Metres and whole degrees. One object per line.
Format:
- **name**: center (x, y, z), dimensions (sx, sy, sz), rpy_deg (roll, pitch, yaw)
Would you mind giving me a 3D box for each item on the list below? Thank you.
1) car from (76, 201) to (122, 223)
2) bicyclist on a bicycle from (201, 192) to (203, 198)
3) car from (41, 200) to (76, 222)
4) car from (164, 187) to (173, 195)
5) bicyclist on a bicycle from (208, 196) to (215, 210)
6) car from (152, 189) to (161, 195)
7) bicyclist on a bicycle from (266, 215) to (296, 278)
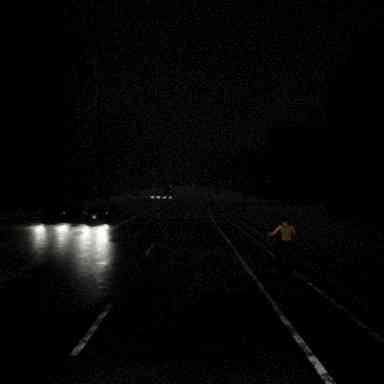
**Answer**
- **car**: center (-6.565, 1.425, 24.811), dimensions (2.128, 1.511, 4.902), rpy_deg (0, 0, 0)
- **bicyclist on a bicycle**: center (2.264, 0.779, 73.238), dimensions (0.582, 1.620, 1.656), rpy_deg (0, 1, 0)
- **car**: center (-9.812, 1.405, 25.683), dimensions (1.882, 1.535, 5.008), rpy_deg (0, 0, 0)
- **car**: center (-6.488, -0.286, 90.970), dimensions (2.150, 2.045, 5.566), rpy_deg (0, 2, 0)
- **bicyclist on a bicycle**: center (2.264, 1.301, 38.358), dimensions (0.866, 1.612, 1.509), rpy_deg (0, 1, 0)
- **car**: center (-9.738, -0.157, 91.034), dimensions (2.097, 1.767, 4.553), rpy_deg (0, 2, 0)
- **bicyclist on a bicycle**: center (2.500, 1.425, 9.115), dimensions (0.866, 1.612, 1.509), rpy_deg (0, 0, 0)
